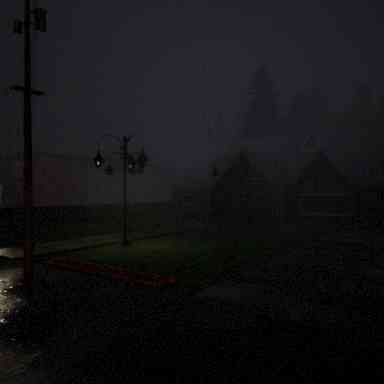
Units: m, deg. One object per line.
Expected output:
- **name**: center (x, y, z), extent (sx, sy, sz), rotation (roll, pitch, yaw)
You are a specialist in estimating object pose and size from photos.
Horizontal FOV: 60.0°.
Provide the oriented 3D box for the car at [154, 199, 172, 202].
- **car**: center (-5.203, 1.904, 57.995), extent (2.128, 1.511, 4.902), rotation (-1, -1, 36)
